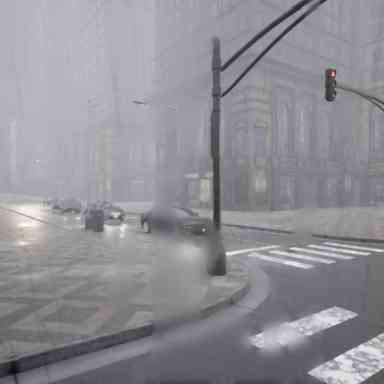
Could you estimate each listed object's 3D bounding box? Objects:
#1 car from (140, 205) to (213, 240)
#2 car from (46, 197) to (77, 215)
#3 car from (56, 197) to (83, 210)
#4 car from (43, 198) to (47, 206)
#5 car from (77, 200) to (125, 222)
[{"bbox_3d":[-0.893,1.468,17.211,1.882,1.535,5.008,0,0,-36],"label":"car"},{"bbox_3d":[-13.071,1.516,34.300,2.033,1.411,5.357,0,0,-35],"label":"car"},{"bbox_3d":[-16.341,1.487,44.302,2.033,1.411,5.357,0,0,-35],"label":"car"},{"bbox_3d":[-21.982,1.444,52.116,1.812,1.442,4.674,0,0,-35],"label":"car"},{"bbox_3d":[-6.806,1.479,25.499,2.128,1.511,4.902,0,0,-36],"label":"car"}]
